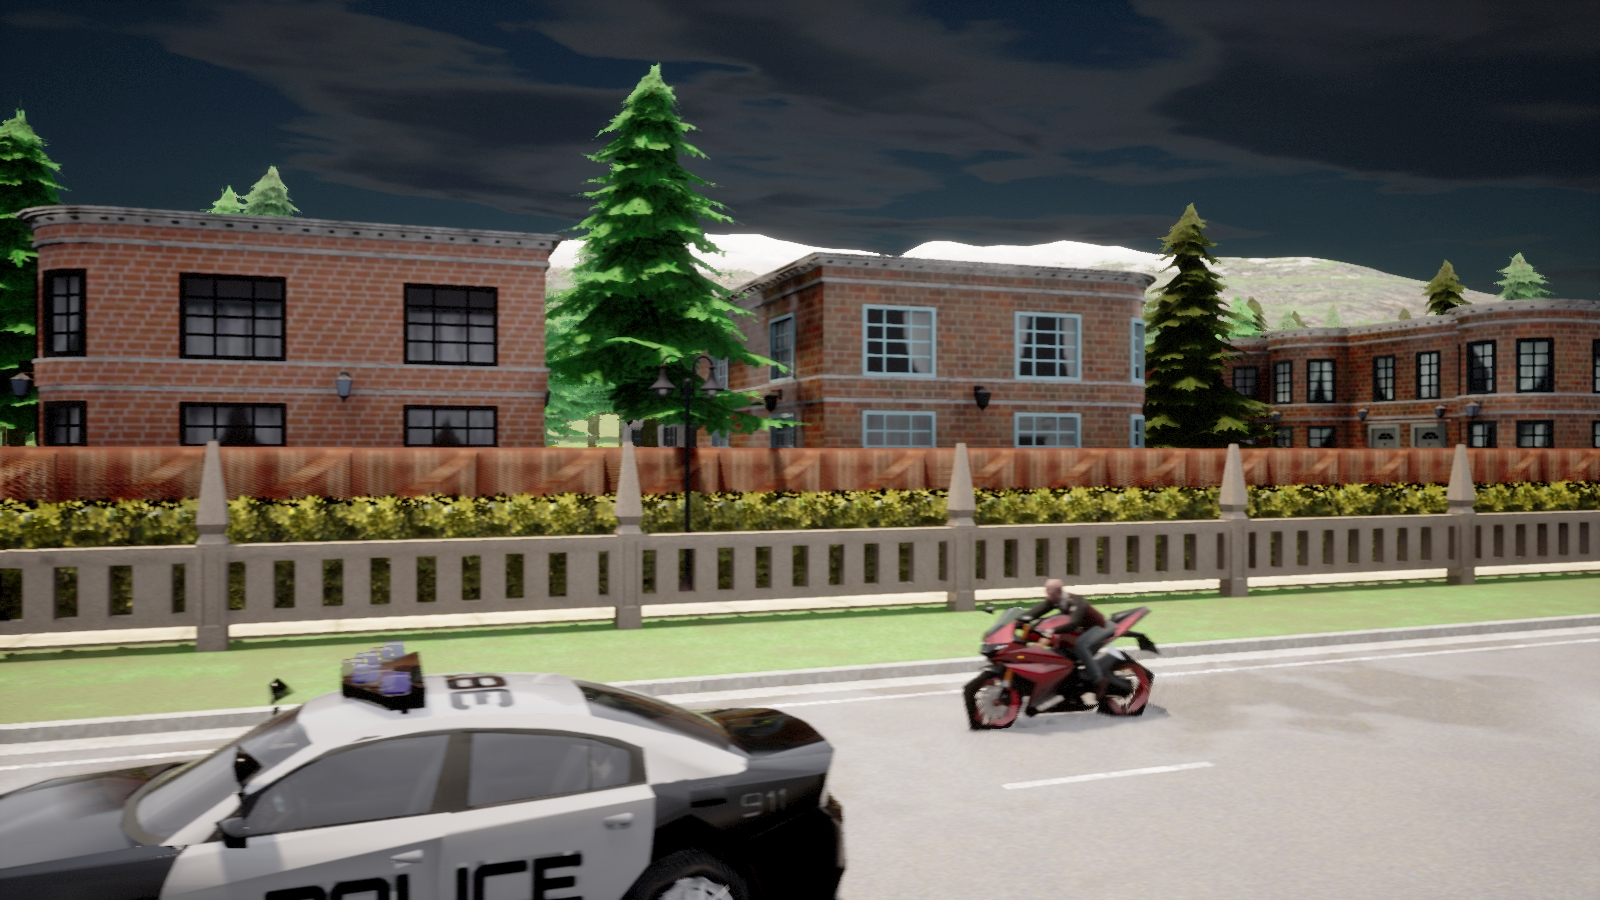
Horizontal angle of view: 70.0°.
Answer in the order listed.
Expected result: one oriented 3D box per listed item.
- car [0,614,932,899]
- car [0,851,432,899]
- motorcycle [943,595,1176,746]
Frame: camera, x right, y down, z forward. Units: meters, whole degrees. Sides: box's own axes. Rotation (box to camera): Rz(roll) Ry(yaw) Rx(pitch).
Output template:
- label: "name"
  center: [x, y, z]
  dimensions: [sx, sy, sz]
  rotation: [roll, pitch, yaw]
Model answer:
- label: "car"
  center: [-2.109, 1.983, 6.256]
  dimensions: [5.238, 1.638, 2.097]
  rotation: [0, 0, -20]
- label: "car"
  center: [-2.902, 2.065, 2.223]
  dimensions: [4.193, 1.474, 1.816]
  rotation: [0, 0, -20]
- label: "motorcycle"
  center: [2.656, 2.209, 11.714]
  dimensions: [2.209, 1.251, 0.867]
  rotation: [0, 0, -20]
